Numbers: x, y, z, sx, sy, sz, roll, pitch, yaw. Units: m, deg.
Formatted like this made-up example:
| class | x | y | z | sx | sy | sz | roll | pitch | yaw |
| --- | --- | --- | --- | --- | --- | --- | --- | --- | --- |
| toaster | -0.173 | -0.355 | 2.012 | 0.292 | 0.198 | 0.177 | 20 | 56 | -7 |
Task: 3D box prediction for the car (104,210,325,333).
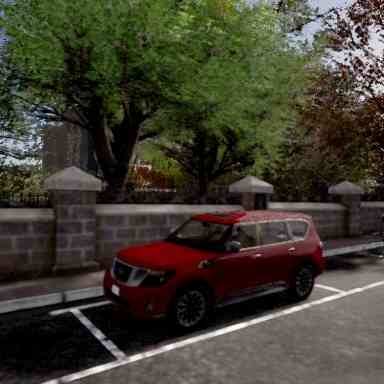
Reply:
| class | x | y | z | sx | sy | sz | roll | pitch | yaw |
| --- | --- | --- | --- | --- | --- | --- | --- | --- | --- |
| car | 0.765 | 1.366 | 7.084 | 5.009 | 1.841 | 2.192 | 1 | 1 | -35 |
